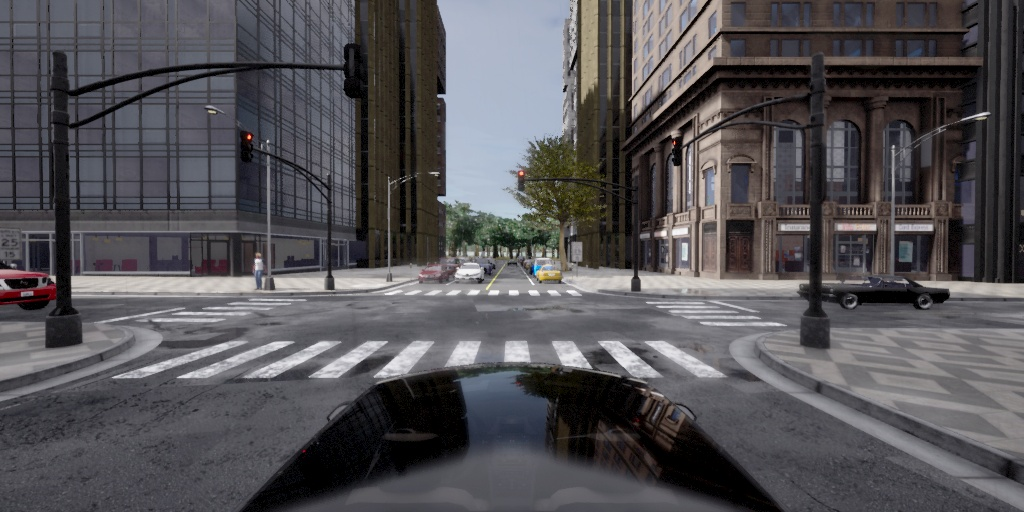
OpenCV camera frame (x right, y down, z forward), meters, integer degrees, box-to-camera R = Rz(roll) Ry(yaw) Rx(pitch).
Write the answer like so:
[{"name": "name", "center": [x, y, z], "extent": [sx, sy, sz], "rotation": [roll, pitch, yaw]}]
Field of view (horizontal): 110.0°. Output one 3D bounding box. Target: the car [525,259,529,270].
[{"name": "car", "center": [2.740, 1.275, 38.328], "extent": [1.948, 1.339, 4.313], "rotation": [0, 0, 0]}]

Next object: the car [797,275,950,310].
[{"name": "car", "center": [14.702, 1.444, 14.820], "extent": [4.718, 1.301, 1.895], "rotation": [0, 1, 0]}]

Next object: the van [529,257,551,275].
[{"name": "van", "center": [2.743, 1.060, 32.649], "extent": [1.690, 1.789, 3.998], "rotation": [0, 0, 0]}]

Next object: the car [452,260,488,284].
[{"name": "car", "center": [-3.112, 1.254, 27.199], "extent": [1.812, 1.442, 4.674], "rotation": [0, 0, 0]}]

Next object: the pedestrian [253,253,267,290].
[{"name": "pedestrian", "center": [-12.533, 0.741, 17.779], "extent": [0.375, 1.860, 0.375], "rotation": [0, 0, 0]}]

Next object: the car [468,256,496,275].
[{"name": "car", "center": [-3.119, 1.063, 37.459], "extent": [2.097, 1.767, 4.553], "rotation": [0, 0, 0]}]

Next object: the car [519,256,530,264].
[{"name": "car", "center": [2.726, 1.202, 61.046], "extent": [2.007, 1.370, 4.403], "rotation": [0, 0, 0]}]

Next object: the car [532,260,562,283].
[{"name": "car", "center": [2.747, 1.254, 27.138], "extent": [1.751, 1.417, 4.829], "rotation": [0, 0, 0]}]

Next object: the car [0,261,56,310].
[{"name": "car", "center": [-18.381, 0.842, 11.526], "extent": [5.566, 2.045, 2.150], "rotation": [1, 1, 0]}]

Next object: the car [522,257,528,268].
[{"name": "car", "center": [2.733, 1.208, 49.857], "extent": [1.751, 1.417, 4.829], "rotation": [0, 0, 0]}]

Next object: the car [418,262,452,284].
[{"name": "car", "center": [-5.779, 1.311, 26.954], "extent": [1.802, 1.307, 4.207], "rotation": [0, 0, 0]}]

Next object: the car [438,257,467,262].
[{"name": "car", "center": [-5.782, 1.034, 32.635], "extent": [2.192, 1.841, 5.009], "rotation": [0, 0, 0]}]

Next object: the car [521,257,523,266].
[{"name": "car", "center": [2.729, 1.213, 55.366], "extent": [1.888, 1.381, 4.507], "rotation": [0, 0, 0]}]
